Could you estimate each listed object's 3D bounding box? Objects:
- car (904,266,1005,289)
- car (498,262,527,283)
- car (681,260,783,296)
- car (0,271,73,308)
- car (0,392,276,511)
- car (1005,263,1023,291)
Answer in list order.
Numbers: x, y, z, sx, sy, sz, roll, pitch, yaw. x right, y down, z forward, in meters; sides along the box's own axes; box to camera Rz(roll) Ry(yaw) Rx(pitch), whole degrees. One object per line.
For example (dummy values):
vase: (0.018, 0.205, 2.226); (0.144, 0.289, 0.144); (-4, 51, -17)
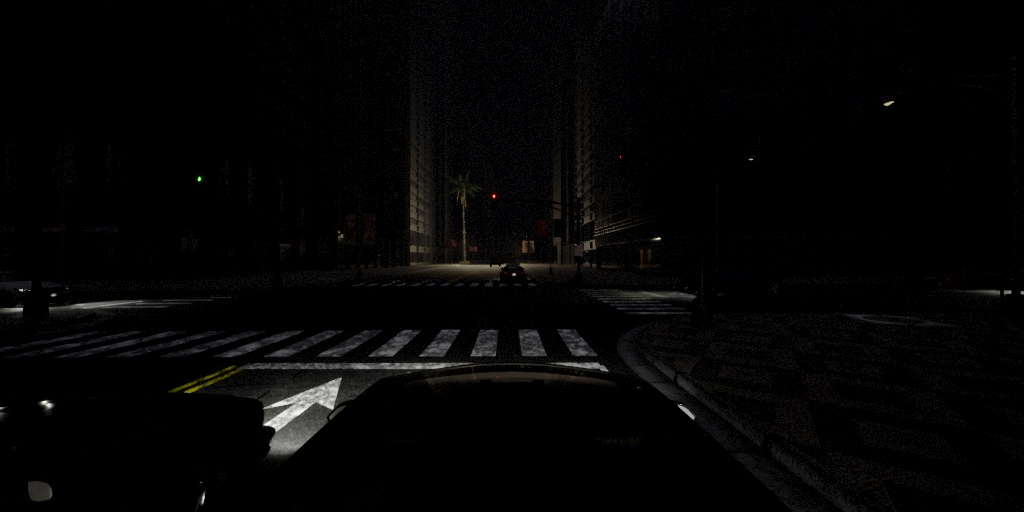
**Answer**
car: (26.422, 1.273, 21.732); (4.207, 1.307, 1.802); (0, 0, -1)
car: (0.096, 1.362, 28.707); (1.994, 1.385, 4.181); (0, 0, -2)
car: (11.314, 1.071, 18.715); (4.553, 1.767, 2.097); (0, 0, -1)
car: (-21.382, 1.352, 14.938); (4.674, 1.442, 1.812); (0, 0, 1)
car: (-3.175, 1.297, 0.720); (2.033, 1.411, 5.357); (0, 0, 4)
car: (30.034, 1.206, 19.037); (5.357, 1.411, 2.033); (0, 0, -1)
